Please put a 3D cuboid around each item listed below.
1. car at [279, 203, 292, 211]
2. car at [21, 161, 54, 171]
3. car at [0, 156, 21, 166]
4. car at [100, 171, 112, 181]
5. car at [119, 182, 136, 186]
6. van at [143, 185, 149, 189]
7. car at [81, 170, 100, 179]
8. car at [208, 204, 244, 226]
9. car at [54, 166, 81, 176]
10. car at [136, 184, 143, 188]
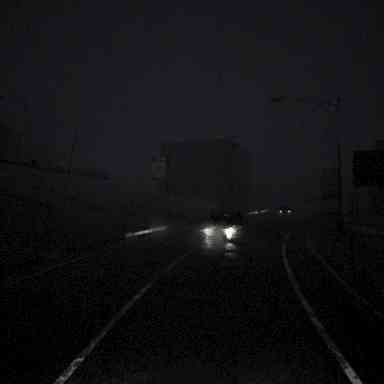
[{"bbox_3d":[18.051,2.831,64.239,1.812,1.442,4.674,-1,-2,22],"label":"car"},{"bbox_3d":[-18.563,-2.772,38.315,2.002,1.452,4.674,0,-3,15],"label":"car"},{"bbox_3d":[-19.954,-3.034,32.980,2.163,1.488,4.792,0,-3,16],"label":"car"},{"bbox_3d":[-15.055,-2.235,54.601,2.435,2.045,5.566,0,-3,11],"label":"car"},{"bbox_3d":[-13.321,-1.284,65.473,2.002,1.452,4.674,0,-4,8],"label":"car"},{"bbox_3d":[-11.957,-0.788,76.596,1.878,1.987,4.442,0,-4,7],"label":"van"},{"bbox_3d":[-16.129,-2.409,49.096,2.185,1.767,4.553,0,-3,12],"label":"car"},{"bbox_3d":[2.762,1.760,26.465,1.882,1.535,5.008,-1,-1,22],"label":"car"},{"bbox_3d":[-17.309,-2.562,43.586,2.231,1.521,4.892,0,-3,13],"label":"car"},{"bbox_3d":[-12.606,-0.919,70.957,2.002,1.452,4.674,0,-4,7],"label":"car"}]
